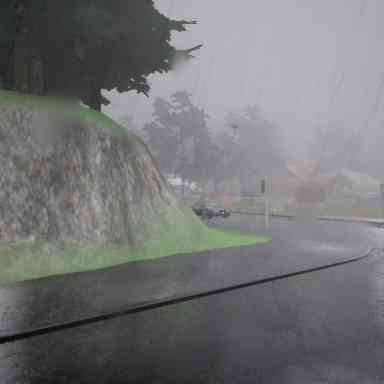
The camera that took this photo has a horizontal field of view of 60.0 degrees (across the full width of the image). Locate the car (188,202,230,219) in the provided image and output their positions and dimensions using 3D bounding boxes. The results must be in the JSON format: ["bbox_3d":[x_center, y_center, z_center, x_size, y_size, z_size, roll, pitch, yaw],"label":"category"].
[{"bbox_3d":[1.422,1.564,29.400,1.994,1.385,4.181,0,0,-35],"label":"car"}]
